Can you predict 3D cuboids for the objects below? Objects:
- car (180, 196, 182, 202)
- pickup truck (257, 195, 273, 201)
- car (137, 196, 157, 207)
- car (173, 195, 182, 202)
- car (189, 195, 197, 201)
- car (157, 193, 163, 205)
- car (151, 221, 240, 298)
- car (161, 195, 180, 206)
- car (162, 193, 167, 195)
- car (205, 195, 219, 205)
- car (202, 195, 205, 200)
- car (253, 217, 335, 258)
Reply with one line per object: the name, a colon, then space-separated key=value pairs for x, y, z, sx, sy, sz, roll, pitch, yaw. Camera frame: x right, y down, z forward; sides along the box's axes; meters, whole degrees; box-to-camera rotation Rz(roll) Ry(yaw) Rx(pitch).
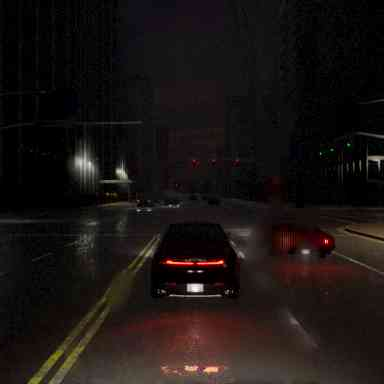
car: x=-3.354 y=1.600 z=63.940 sx=1.895 sy=1.301 sz=4.718 roll=0 pitch=0 yaw=1
pickup truck: x=16.851 y=1.058 z=75.811 sx=2.390 sy=2.098 sz=6.274 roll=0 pitch=0 yaw=31
car: x=-6.939 y=1.352 z=49.977 sx=2.097 sy=1.767 sz=4.553 roll=0 pitch=0 yaw=0
car: x=-3.268 y=1.477 z=76.278 sx=1.882 sy=1.535 sz=5.008 roll=0 pitch=0 yaw=0
car: x=0.243 y=1.487 z=80.031 sx=1.837 sy=1.490 sz=4.892 roll=0 pitch=0 yaw=0
car: x=-6.883 y=1.502 z=60.834 sx=1.837 sy=1.490 sz=4.892 roll=0 pitch=1 yaw=1
car: x=0.084 y=1.505 z=8.502 sx=1.837 sy=1.490 sz=4.892 roll=0 pitch=0 yaw=1
car: x=-3.417 y=1.564 z=53.951 sx=1.994 sy=1.385 sz=4.181 roll=0 pitch=0 yaw=0
car: x=-6.768 y=1.225 z=76.292 sx=2.150 sy=2.045 sz=5.566 roll=0 pitch=0 yaw=0
car: x=3.778 y=1.477 z=58.842 sx=1.882 sy=1.535 sz=5.008 roll=0 pitch=0 yaw=0
car: x=3.776 y=1.552 z=90.510 sx=1.994 sy=1.385 sz=4.181 roll=0 pitch=0 yaw=0
car: x=3.619 y=1.601 z=12.758 sx=1.895 sy=1.301 sz=4.718 roll=0 pitch=0 yaw=0
